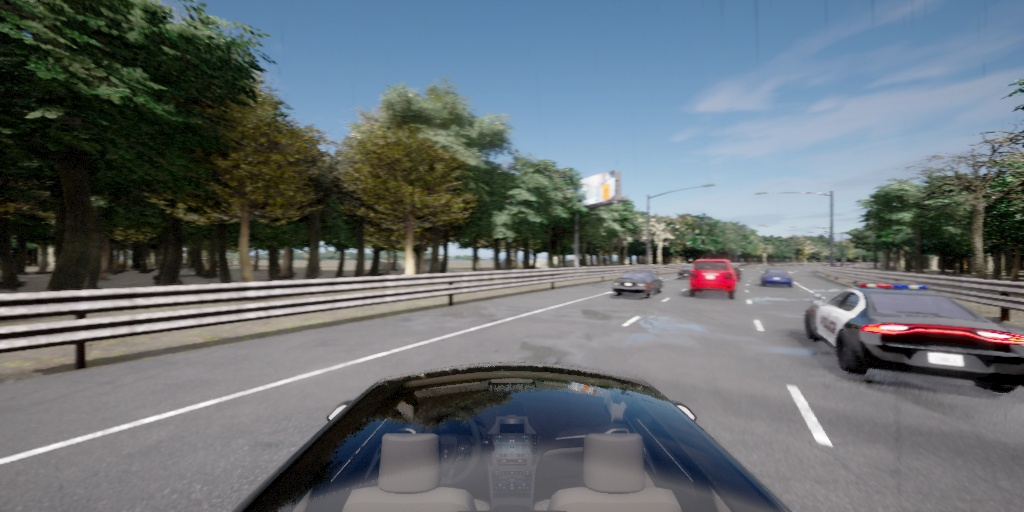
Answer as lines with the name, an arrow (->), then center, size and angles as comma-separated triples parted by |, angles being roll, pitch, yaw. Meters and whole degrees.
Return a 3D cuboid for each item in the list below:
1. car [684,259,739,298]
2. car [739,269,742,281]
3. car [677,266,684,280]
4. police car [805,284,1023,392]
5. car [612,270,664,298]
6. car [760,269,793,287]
car -> 11.621, 1.214, 20.661 | 2.150, 2.045, 5.566 | 0, -1, 32
car -> 21.879, 1.678, 36.010 | 1.882, 1.535, 5.008 | 0, -1, 35
car -> 18.556, 1.711, 37.361 | 1.812, 1.442, 4.674 | 0, -1, 35
police car -> 7.575, 1.358, 7.328 | 2.038, 1.542, 4.974 | 0, -1, 30
car -> 7.206, 1.502, 20.239 | 2.033, 1.411, 5.357 | 0, -1, 32
car -> 21.013, 1.696, 28.576 | 1.994, 1.385, 4.181 | 0, -1, 34
